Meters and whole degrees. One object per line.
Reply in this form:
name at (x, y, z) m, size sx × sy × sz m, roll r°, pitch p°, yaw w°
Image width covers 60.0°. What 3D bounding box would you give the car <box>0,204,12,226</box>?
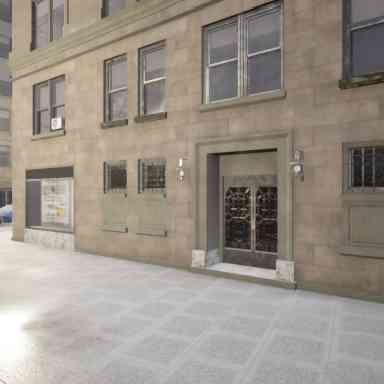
car at (-11.927, 1.512, 23.061) m, size 2.033 × 1.411 × 5.357 m, roll 0°, pitch 0°, yaw 39°
